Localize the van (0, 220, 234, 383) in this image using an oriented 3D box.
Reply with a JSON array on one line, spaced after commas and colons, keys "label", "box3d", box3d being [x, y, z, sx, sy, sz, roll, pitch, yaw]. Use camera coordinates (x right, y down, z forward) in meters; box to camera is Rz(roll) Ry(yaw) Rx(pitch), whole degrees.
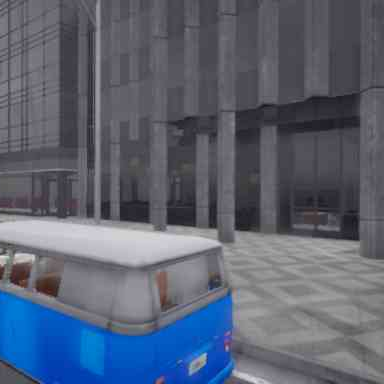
[{"label": "van", "box3d": [-1.453, 1.319, 4.120, 3.998, 1.788, 1.690, 0, 0, 36]}]
